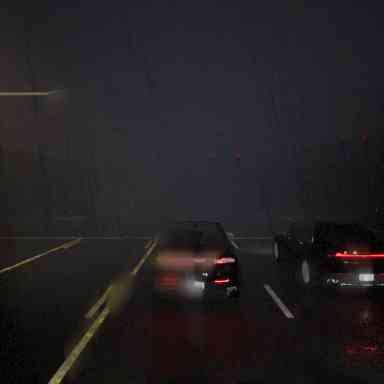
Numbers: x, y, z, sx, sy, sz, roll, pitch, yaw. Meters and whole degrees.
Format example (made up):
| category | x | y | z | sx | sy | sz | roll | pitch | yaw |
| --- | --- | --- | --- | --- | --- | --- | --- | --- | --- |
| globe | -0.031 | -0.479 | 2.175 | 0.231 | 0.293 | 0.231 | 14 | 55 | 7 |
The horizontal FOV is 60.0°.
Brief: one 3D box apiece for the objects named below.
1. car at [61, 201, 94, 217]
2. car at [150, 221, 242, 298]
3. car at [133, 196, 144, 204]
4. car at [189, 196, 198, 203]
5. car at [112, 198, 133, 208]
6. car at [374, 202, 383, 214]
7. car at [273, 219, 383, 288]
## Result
| category | x | y | z | sx | sy | sz | roll | pitch | yaw |
| --- | --- | --- | --- | --- | --- | --- | --- | --- | --- |
| car | -10.530 | 1.563 | 30.828 | 1.994 | 1.385 | 4.181 | 0 | 0 | 0 |
| car | 0.095 | 1.491 | 8.476 | 2.128 | 1.511 | 4.902 | 0 | 0 | 0 |
| car | -10.394 | 1.489 | 63.928 | 2.128 | 1.511 | 4.902 | 0 | 0 | 1 |
| car | 0.255 | 1.489 | 66.855 | 2.128 | 1.511 | 4.902 | 0 | 0 | 0 |
| car | -10.481 | 1.599 | 49.354 | 1.895 | 1.301 | 4.718 | 0 | 0 | 0 |
| car | 18.108 | 1.060 | 28.274 | 4.902 | 1.511 | 2.128 | -5 | 0 | 0 |
| car | 3.600 | 1.504 | 9.240 | 1.837 | 1.490 | 4.892 | 0 | 0 | 1 |
